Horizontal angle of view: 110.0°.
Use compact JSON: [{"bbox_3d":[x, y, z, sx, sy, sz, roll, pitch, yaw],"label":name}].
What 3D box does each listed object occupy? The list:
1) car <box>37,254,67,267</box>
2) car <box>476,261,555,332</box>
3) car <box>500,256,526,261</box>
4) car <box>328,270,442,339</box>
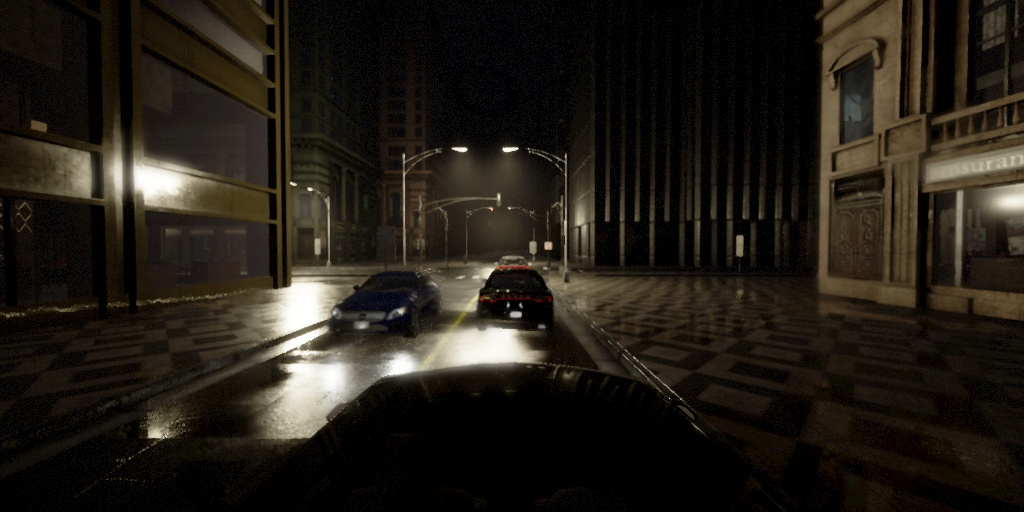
[{"bbox_3d":[-44.959,0.610,34.236,5.008,1.535,1.882,0,1,1],"label":"car"},{"bbox_3d":[0.085,1.079,10.310,1.882,1.535,5.008,0,1,0],"label":"car"},{"bbox_3d":[0.065,0.780,20.288,2.097,1.767,4.553,0,1,0],"label":"car"},{"bbox_3d":[-3.106,1.136,9.750,1.812,1.442,4.674,0,1,0],"label":"car"}]
